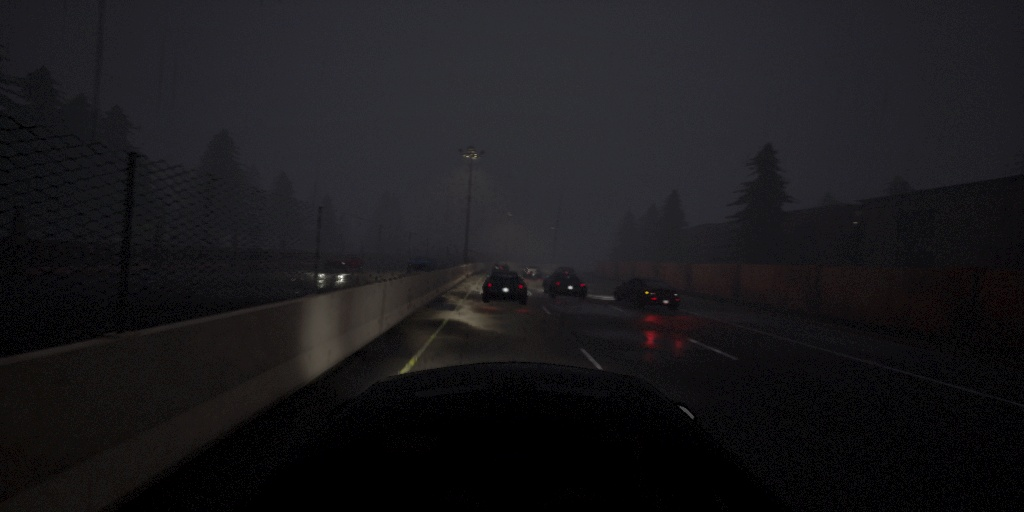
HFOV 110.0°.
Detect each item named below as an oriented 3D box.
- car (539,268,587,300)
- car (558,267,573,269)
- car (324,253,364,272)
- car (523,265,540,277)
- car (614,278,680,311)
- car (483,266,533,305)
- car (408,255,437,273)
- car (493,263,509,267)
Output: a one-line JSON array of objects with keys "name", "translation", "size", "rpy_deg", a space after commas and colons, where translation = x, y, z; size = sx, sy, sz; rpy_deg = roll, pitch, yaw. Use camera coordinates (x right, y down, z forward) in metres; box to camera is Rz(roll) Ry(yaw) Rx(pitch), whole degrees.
[{"name": "car", "translation": [3.002, 1.652, 20.908], "size": [1.994, 1.385, 4.181], "rpy_deg": [3, 0, -2]}, {"name": "car", "translation": [5.779, 1.912, 39.328], "size": [1.837, 1.490, 4.892], "rpy_deg": [3, 0, -2]}, {"name": "car", "translation": [-15.023, 0.519, 32.317], "size": [1.882, 1.535, 5.008], "rpy_deg": [3, 0, -2]}, {"name": "car", "translation": [2.238, 1.734, 40.582], "size": [1.812, 1.442, 4.674], "rpy_deg": [3, 0, -2]}, {"name": "car", "translation": [6.622, 1.800, 17.904], "size": [1.812, 1.442, 4.674], "rpy_deg": [3, 0, -2]}, {"name": "car", "translation": [-0.351, 1.423, 17.257], "size": [1.994, 1.385, 4.181], "rpy_deg": [3, 0, -2]}, {"name": "car", "translation": [-8.025, 0.668, 32.593], "size": [1.882, 1.535, 5.008], "rpy_deg": [3, 0, -2]}, {"name": "car", "translation": [-1.258, 1.495, 40.562], "size": [2.128, 1.511, 4.902], "rpy_deg": [3, 0, -2]}]
